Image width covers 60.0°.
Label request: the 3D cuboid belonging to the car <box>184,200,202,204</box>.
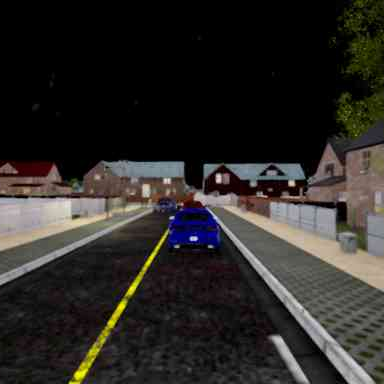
[{"bbox_3d":[0.077,1.432,27.912,1.882,1.535,5.008,0,0,0],"label":"car"}]

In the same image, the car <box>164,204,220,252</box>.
[{"bbox_3d":[0.079,1.455,13.803,1.882,1.535,5.008,0,0,0],"label":"car"}]

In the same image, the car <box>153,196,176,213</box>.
[{"bbox_3d":[-2.813,1.292,35.151,2.097,1.767,4.553,0,0,0],"label":"car"}]
